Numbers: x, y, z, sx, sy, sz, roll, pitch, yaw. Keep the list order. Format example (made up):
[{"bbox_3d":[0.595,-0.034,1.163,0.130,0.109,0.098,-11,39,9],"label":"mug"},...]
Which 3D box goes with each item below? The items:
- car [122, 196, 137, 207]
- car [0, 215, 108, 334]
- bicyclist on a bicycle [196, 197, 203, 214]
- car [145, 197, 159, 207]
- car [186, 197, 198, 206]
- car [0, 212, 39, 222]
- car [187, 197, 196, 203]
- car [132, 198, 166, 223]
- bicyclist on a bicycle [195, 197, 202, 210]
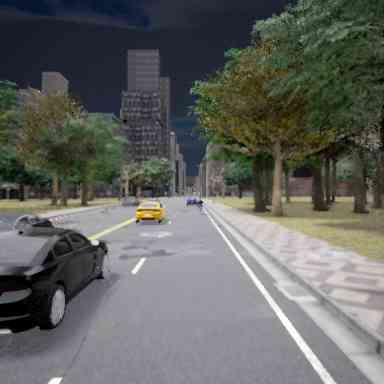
[{"bbox_3d":[-9.810,1.477,53.432,2.097,1.767,4.553,0,0,0],"label":"car"},{"bbox_3d":[-3.150,1.479,6.937,1.882,1.535,5.008,0,0,0],"label":"car"},{"bbox_3d":[0.892,1.430,34.557,0.659,1.776,1.843,0,0,0],"label":"bicyclist on a bicycle"},{"bbox_3d":[-6.553,1.657,55.162,1.812,1.442,4.674,0,0,0],"label":"car"},{"bbox_3d":[0.041,1.625,58.961,1.882,1.535,5.008,0,0,1],"label":"car"},{"bbox_3d":[-6.600,1.498,11.774,2.128,1.511,4.902,0,0,0],"label":"car"},{"bbox_3d":[-0.003,1.782,75.572,1.994,1.385,4.181,0,0,0],"label":"car"},{"bbox_3d":[-3.151,1.512,26.084,1.882,1.535,5.008,0,0,0],"label":"car"},{"bbox_3d":[0.892,1.525,43.701,0.866,1.612,1.509,0,0,0],"label":"bicyclist on a bicycle"}]
